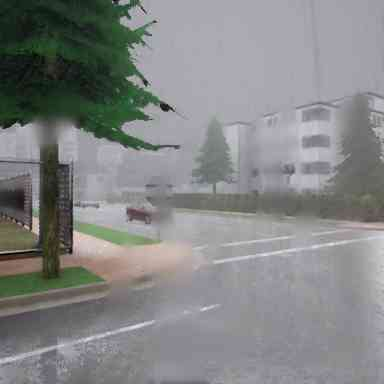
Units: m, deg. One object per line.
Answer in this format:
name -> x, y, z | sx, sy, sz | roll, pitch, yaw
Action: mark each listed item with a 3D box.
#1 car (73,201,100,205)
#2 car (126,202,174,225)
car -> -11.899, 1.173, 37.126 | 2.033, 1.411, 5.357 | 0, 0, -35
car -> -3.209, 1.496, 24.579 | 1.882, 1.535, 5.008 | 0, 0, -35
